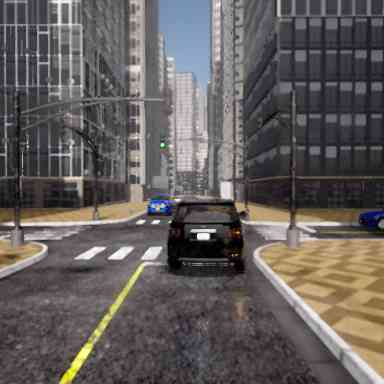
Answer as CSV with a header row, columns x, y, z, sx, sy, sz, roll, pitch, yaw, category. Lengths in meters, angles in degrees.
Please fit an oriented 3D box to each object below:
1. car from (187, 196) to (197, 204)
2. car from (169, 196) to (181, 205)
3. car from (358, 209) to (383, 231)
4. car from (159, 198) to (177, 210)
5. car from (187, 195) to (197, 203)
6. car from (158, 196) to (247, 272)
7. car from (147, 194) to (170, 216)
x,y,z,sx,sy,sz,roll,pitch,yaw,category
-0.003,1.521,62.592,1.812,1.442,4.674,0,0,0,car
-3.043,1.520,60.246,1.812,1.442,4.674,0,0,0,car
12.515,1.425,19.615,5.008,1.535,1.882,-1,1,4,car
-3.087,1.534,44.524,2.033,1.411,5.357,0,0,0,car
-0.003,1.514,72.610,2.128,1.511,4.902,0,0,0,car
0.634,1.216,11.019,2.150,2.045,5.566,-1,0,8,car
-3.097,1.207,32.891,2.150,2.045,5.566,0,0,0,car
